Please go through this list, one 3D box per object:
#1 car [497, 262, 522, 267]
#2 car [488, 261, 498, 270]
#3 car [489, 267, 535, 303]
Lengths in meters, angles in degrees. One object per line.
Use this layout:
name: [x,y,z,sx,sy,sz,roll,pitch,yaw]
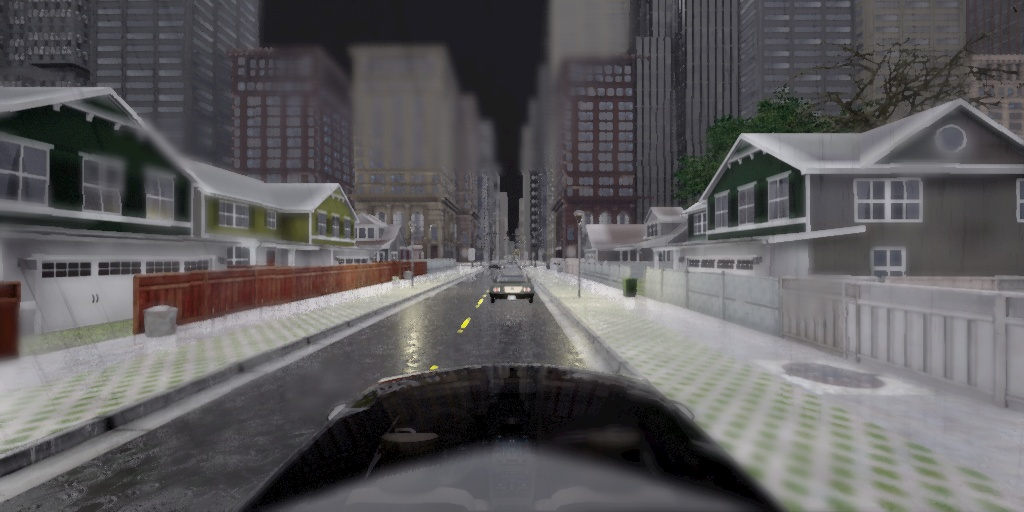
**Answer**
car: [0.000,1.357,31.473,1.994,1.385,4.181,0,0,0]
car: [-2.750,1.511,56.472,1.895,1.301,4.718,0,0,0]
car: [0.000,1.373,16.502,1.895,1.301,4.718,0,0,0]
